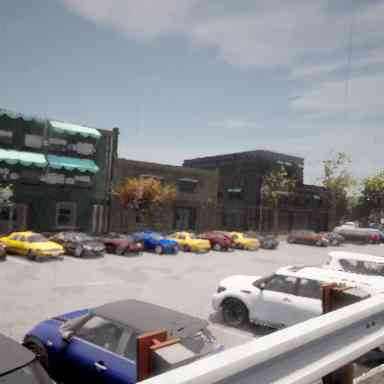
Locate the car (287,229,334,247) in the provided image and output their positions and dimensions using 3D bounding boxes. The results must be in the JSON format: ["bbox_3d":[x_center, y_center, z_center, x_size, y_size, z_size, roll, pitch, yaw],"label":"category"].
[{"bbox_3d":[13.508,5.261,38.560,4.553,1.767,2.185,1,-4,34],"label":"car"}]

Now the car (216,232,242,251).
[{"bbox_3d":[1.551,4.341,29.918,5.008,1.535,2.097,1,-3,34],"label":"car"}]

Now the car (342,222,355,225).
[{"bbox_3d":[34.359,7.738,72.843,2.435,2.045,5.566,2,-2,36],"label":"car"}]

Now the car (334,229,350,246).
[{"bbox_3d":[15.928,5.597,40.263,4.892,1.521,2.231,1,-3,34],"label":"car"}]

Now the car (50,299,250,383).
[{"bbox_3d":[-1.463,3.093,6.840,4.553,1.767,2.185,3,-2,34],"label":"car"}]

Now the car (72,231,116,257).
[{"bbox_3d":[-8.042,3.505,23.020,4.892,1.521,2.231,1,-4,34],"label":"car"}]

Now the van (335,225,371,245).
[{"bbox_3d":[20.626,5.785,43.782,4.442,1.987,1.878,1,-3,34],"label":"van"}]

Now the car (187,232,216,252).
[{"bbox_3d":[-1.005,4.126,28.290,5.366,1.575,1.946,1,-3,34],"label":"car"}]

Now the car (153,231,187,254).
[{"bbox_3d":[-3.249,3.922,26.462,5.008,1.535,2.097,1,-4,35],"label":"car"}]

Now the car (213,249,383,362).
[{"bbox_3d":[3.389,3.392,10.392,5.566,2.045,2.435,3,-2,34],"label":"car"}]

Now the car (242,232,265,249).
[{"bbox_3d":[3.787,4.545,31.736,5.366,1.575,1.946,1,-3,34],"label":"car"}]

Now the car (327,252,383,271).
[{"bbox_3d":[8.334,3.822,13.882,5.566,2.045,2.435,3,-2,34],"label":"car"}]

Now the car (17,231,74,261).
[{"bbox_3d":[-10.275,3.295,21.201,5.366,1.575,1.946,1,-4,34],"label":"car"}]

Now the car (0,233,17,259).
[{"bbox_3d":[-12.846,2.961,19.601,4.553,1.767,2.185,1,-4,34],"label":"car"}]

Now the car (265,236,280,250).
[{"bbox_3d":[6.365,4.790,33.353,4.792,1.488,2.163,1,-4,34],"label":"car"}]

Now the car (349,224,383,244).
[{"bbox_3d":[25.544,6.179,47.157,5.566,2.045,2.435,1,-4,34],"label":"car"}]

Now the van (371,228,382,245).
[{"bbox_3d":[23.022,5.994,45.505,4.442,1.987,1.878,1,-3,34],"label":"van"}]

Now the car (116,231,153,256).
[{"bbox_3d":[-5.668,3.742,24.755,4.792,1.488,2.163,1,-3,34],"label":"car"}]

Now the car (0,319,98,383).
[{"bbox_3d":[-3.911,2.879,5.072,4.553,1.767,2.185,3,-2,34],"label":"car"}]
